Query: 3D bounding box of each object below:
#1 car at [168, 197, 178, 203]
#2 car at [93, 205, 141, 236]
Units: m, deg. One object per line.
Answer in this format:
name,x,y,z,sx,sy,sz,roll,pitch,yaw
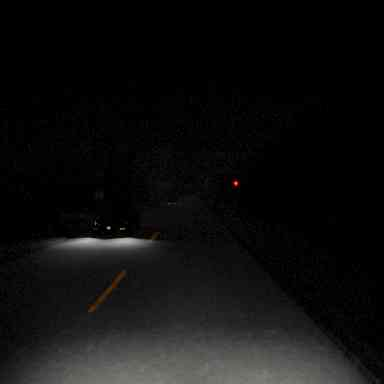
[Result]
car,-3.921,1.801,69.987,2.033,1.411,5.357,0,0,0
car,-4.030,1.517,18.604,1.837,1.490,4.892,0,0,1
